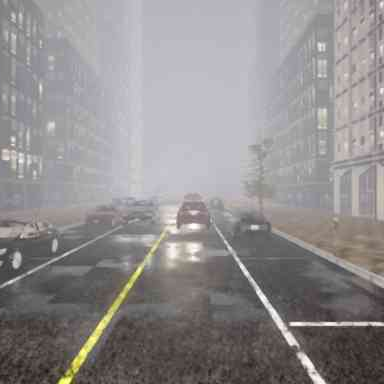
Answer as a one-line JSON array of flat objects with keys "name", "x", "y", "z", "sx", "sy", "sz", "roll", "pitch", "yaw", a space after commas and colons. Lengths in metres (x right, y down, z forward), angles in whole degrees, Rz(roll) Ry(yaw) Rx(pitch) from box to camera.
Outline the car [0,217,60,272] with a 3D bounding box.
[{"name": "car", "x": -5.689, "y": 1.534, "z": 10.613, "sx": 2.008, "sy": 1.369, "sz": 4.403, "roll": 0, "pitch": 0, "yaw": 0}]

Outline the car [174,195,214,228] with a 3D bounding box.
[{"name": "car", "x": 0.098, "y": 1.315, "z": 21.982, "sx": 2.097, "sy": 1.767, "sz": 4.553, "roll": 0, "pitch": 0, "yaw": 0}]

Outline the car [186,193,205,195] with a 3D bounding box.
[{"name": "car", "x": 0.090, "y": 1.149, "z": 40.851, "sx": 2.150, "sy": 2.045, "sz": 5.566, "roll": 0, "pitch": 0, "yaw": 0}]

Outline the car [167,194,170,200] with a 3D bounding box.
[{"name": "car", "x": -5.693, "y": 1.450, "z": 61.843, "sx": 1.947, "sy": 1.339, "sz": 4.313, "roll": 0, "pitch": 0, "yaw": 0}]

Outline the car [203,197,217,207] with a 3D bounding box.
[{"name": "car", "x": 2.689, "y": 1.490, "z": 50.444, "sx": 1.802, "sy": 1.307, "sz": 4.206, "roll": 0, "pitch": 0, "yaw": 0}]

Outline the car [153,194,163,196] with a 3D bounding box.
[{"name": "car", "x": -5.691, "y": 1.349, "z": 50.457, "sx": 1.967, "sy": 1.590, "sz": 4.097, "roll": 0, "pitch": 0, "yaw": 0}]

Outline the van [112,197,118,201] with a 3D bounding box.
[{"name": "van", "x": -5.689, "y": 1.295, "z": 27.689, "sx": 1.690, "sy": 1.788, "sz": 3.998, "roll": 0, "pitch": 0, "yaw": 0}]

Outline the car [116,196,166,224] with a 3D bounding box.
[{"name": "car", "x": -3.003, "y": 1.160, "z": 20.858, "sx": 2.033, "sy": 1.411, "sz": 5.357, "roll": 0, "pitch": 0, "yaw": 0}]

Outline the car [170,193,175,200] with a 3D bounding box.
[{"name": "car", "x": -5.694, "y": 1.359, "z": 84.440, "sx": 1.752, "sy": 1.417, "sz": 4.829, "roll": 0, "pitch": 0, "yaw": 0}]

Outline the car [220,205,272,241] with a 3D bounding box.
[{"name": "car", "x": 2.692, "y": 1.540, "z": 16.293, "sx": 1.947, "sy": 1.339, "sz": 4.313, "roll": 0, "pitch": 0, "yaw": 0}]

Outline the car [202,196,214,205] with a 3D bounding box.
[{"name": "car", "x": 2.688, "y": 1.421, "z": 56.306, "sx": 1.752, "sy": 1.417, "sz": 4.829, "roll": 0, "pitch": 0, "yaw": 0}]

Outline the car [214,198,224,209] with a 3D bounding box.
[{"name": "car", "x": 2.691, "y": 1.372, "z": 39.060, "sx": 1.967, "sy": 1.590, "sz": 4.097, "roll": 0, "pitch": 0, "yaw": 0}]

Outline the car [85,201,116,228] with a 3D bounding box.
[{"name": "car", "x": -5.690, "y": 1.509, "z": 21.997, "sx": 1.887, "sy": 1.381, "sz": 4.507, "roll": 0, "pitch": 0, "yaw": 0}]

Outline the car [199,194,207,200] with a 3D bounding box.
[{"name": "car", "x": 2.687, "y": 1.273, "z": 84.595, "sx": 1.967, "sy": 1.590, "sz": 4.097, "roll": 0, "pitch": 0, "yaw": 0}]

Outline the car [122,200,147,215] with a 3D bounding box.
[{"name": "car", "x": -5.690, "y": 1.525, "z": 33.382, "sx": 1.802, "sy": 1.307, "sz": 4.206, "roll": 0, "pitch": 0, "yaw": 0}]
